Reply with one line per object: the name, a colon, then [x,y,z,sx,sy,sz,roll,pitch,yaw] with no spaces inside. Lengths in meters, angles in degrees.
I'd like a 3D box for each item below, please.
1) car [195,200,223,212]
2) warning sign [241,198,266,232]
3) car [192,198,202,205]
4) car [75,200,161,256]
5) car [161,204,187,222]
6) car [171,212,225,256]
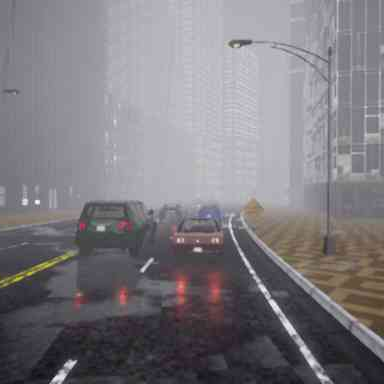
car: [1.651,1.749,28.768,1.882,1.535,5.008,0,0,7]
warning sign: [3.581,1.302,19.424,1.300,1.860,1.060,1,1,5]
car: [1.335,2.206,73.404,1.837,1.490,4.892,0,-1,17]
car: [-2.921,1.340,13.865,2.150,2.045,5.566,0,0,3]
car: [-1.603,1.757,28.961,2.128,1.511,4.902,0,0,7]
car: [0.329,1.728,13.756,1.895,1.301,4.718,0,0,3]
